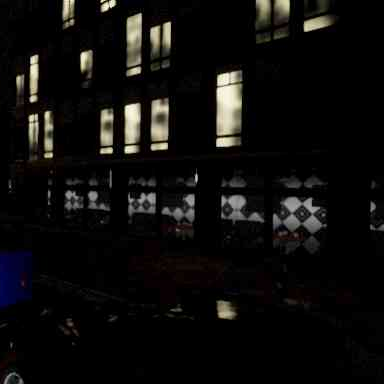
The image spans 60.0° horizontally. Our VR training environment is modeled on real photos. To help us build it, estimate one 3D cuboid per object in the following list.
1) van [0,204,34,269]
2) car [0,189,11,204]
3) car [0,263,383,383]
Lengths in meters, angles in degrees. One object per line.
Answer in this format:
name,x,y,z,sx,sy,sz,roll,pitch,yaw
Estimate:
van,-4.568,1.164,6.098,3.998,1.788,1.690,2,1,35
car,-14.449,0.659,28.210,2.192,1.841,5.009,1,0,35
car,0.056,1.545,2.798,4.206,1.307,1.802,2,1,35
